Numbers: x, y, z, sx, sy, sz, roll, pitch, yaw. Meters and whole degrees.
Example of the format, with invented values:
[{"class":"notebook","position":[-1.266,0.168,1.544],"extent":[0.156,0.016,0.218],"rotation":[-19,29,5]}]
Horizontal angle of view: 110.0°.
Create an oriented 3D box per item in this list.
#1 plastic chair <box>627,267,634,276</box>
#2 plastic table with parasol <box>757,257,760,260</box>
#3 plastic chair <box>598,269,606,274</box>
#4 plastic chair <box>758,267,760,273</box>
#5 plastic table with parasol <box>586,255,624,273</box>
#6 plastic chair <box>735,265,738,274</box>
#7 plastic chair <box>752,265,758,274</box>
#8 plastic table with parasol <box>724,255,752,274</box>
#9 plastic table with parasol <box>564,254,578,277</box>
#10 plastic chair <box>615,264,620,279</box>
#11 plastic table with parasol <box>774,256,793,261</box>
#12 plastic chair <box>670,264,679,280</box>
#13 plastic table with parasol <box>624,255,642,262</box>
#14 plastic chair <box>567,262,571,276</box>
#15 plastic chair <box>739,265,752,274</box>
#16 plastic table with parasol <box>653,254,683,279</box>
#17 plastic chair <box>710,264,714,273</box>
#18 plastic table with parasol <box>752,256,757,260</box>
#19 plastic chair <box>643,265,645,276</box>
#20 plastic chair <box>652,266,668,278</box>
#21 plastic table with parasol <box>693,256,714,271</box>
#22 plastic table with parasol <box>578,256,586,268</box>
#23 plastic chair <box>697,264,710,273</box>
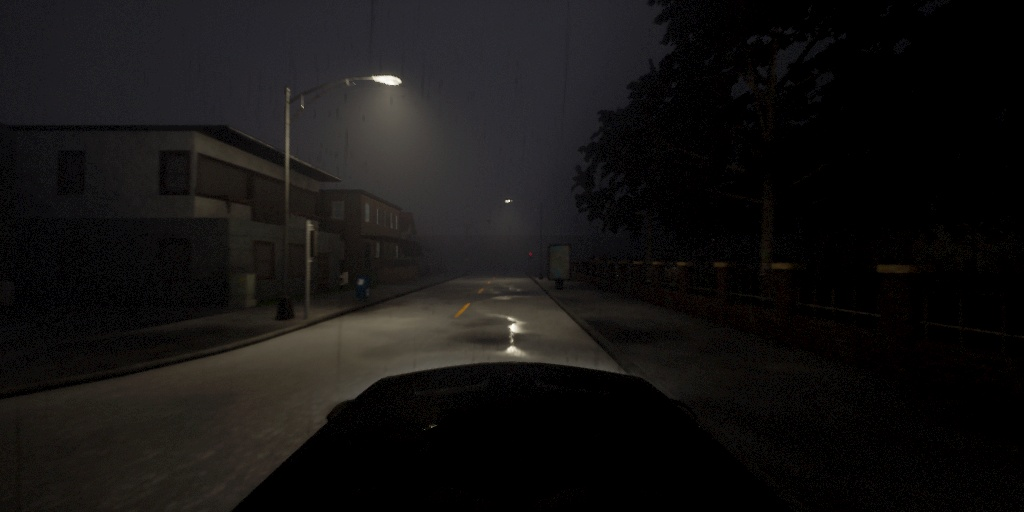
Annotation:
[{"class":"plastic chair","position":[13.717,1.761,42.945],"extent":[0.730,1.272,0.750],"rotation":[0,0,-35]},{"class":"plastic table with parasol","position":[35.959,1.302,52.865],"extent":[2.482,2.480,2.482],"rotation":[0,0,0]},{"class":"plastic chair","position":[8.998,1.711,37.458],"extent":[0.730,1.272,0.750],"rotation":[0,0,-35]},{"class":"plastic chair","position":[35.876,1.893,51.623],"extent":[0.750,1.272,0.730],"rotation":[0,0,0]},{"class":"plastic table with parasol","position":[9.972,1.089,38.358],"extent":[2.482,2.480,2.482],"rotation":[0,0,-40]},{"class":"plastic chair","position":[27.829,1.742,45.440],"extent":[0.730,1.272,0.750],"rotation":[0,0,-38]},{"class":"plastic chair","position":[33.045,1.866,49.458],"extent":[0.750,1.272,0.730],"rotation":[0,0,-40]},{"class":"plastic table with parasol","position":[28.723,1.167,46.142],"extent":[2.482,2.480,2.482],"rotation":[0,0,-38]},{"class":"plastic table with parasol","position":[9.683,1.291,52.028],"extent":[2.482,2.480,2.482],"rotation":[0,0,-40]},{"class":"plastic chair","position":[10.705,1.704,37.361],"extent":[0.750,1.272,0.730],"rotation":[0,0,-40]},{"class":"plastic table with parasol","position":[33.542,1.212,44.687],"extent":[2.482,2.480,2.482],"rotation":[0,0,-40]},{"class":"plastic chair","position":[16.024,1.661,34.621],"extent":[0.750,1.272,0.730],"rotation":[0,0,-40]},{"class":"plastic table with parasol","position":[14.669,1.139,43.833],"extent":[2.482,2.480,2.482],"rotation":[0,0,-42]},{"class":"plastic chair","position":[8.709,1.885,51.127],"extent":[0.730,1.272,0.750],"rotation":[0,0,-35]},{"class":"plastic chair","position":[29.545,1.750,45.297],"extent":[0.750,1.272,0.730],"rotation":[0,0,-44]},{"class":"plastic table with parasol","position":[15.292,1.070,35.619],"extent":[2.482,2.480,2.482],"rotation":[0,0,-40]},{"class":"plastic chair","position":[29.015,1.756,51.027],"extent":[0.750,1.272,0.730],"rotation":[0,0,-40]},{"class":"plastic table with parasol","position":[32.312,1.244,50.458],"extent":[2.482,2.480,2.482],"rotation":[0,0,-40]},{"class":"plastic chair","position":[15.425,1.749,42.850],"extent":[0.750,1.272,0.730],"rotation":[0,0,-40]},{"class":"plastic chair","position":[14.318,1.671,34.717],"extent":[0.730,1.272,0.750],"rotation":[0,0,-35]},{"class":"plastic table with parasol","position":[28.262,1.189,52.072],"extent":[2.482,2.480,2.482],"rotation":[0,0,-38]},{"class":"plastic table with parasol","position":[10.682,1.203,46.799],"extent":[2.482,2.480,2.482],"rotation":[0,0,-40]},{"class":"plastic chair","position":[27.249,1.815,51.126],"extent":[0.730,1.272,0.750],"rotation":[0,0,-32]}]
